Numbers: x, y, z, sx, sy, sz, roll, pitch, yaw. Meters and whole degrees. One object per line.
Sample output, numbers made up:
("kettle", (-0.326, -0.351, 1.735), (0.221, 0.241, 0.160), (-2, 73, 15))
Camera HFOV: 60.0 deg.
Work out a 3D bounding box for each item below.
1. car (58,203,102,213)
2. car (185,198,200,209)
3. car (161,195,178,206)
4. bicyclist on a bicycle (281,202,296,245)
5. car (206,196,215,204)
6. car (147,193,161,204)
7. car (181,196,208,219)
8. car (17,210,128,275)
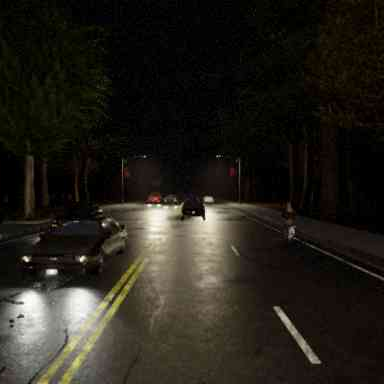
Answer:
("car", (-6.592, 1.452, 19.805), (1.837, 1.490, 4.892), (0, 0, 0))
("car", (0.077, 1.523, 46.094), (1.895, 1.301, 4.718), (0, 0, 0))
("car", (-3.378, 1.279, 53.111), (2.097, 1.767, 4.553), (0, 0, 0))
("bicyclist on a bicycle", (4.146, 1.331, 14.432), (0.659, 1.776, 1.843), (0, 0, 0))
("car", (3.232, 1.465, 64.253), (1.812, 1.442, 4.674), (0, 0, 0))
("car", (-6.622, 1.152, 59.708), (2.150, 2.045, 5.566), (0, 0, 0))
("car", (0.108, 1.411, 27.935), (1.882, 1.535, 5.008), (0, 0, 0))
("car", (-3.346, 1.517, 10.604), (2.033, 1.411, 5.357), (0, 0, 0))
